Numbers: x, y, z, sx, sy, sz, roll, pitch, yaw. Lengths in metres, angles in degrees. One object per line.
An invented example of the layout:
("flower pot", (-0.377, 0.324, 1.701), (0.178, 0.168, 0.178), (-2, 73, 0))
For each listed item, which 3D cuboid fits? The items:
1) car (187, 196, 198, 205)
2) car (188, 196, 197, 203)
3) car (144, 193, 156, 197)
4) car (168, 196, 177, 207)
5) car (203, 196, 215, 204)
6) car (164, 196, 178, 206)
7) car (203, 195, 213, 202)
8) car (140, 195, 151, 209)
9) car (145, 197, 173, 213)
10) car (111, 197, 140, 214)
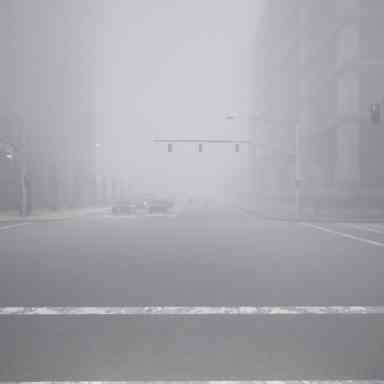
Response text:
("car", (0.121, 1.478, 60.888), (1.882, 1.535, 5.008), (0, 0, 0))
("car", (0.123, 1.564, 69.868), (1.994, 1.385, 4.181), (0, 0, 0))
("car", (-7.070, 1.221, 54.657), (2.150, 2.045, 5.566), (0, 0, 0))
("car", (-3.584, 1.478, 46.703), (1.882, 1.535, 5.008), (0, 0, 0))
("car", (3.521, 1.492, 64.594), (2.128, 1.511, 4.902), (0, 0, 0))
("car", (-3.565, 1.492, 57.066), (2.128, 1.511, 4.902), (0, 0, 0))
("car", (3.524, 1.508, 73.669), (1.812, 1.442, 4.674), (0, 0, 0))
("car", (-7.083, 1.505, 44.293), (1.837, 1.490, 4.892), (0, 0, 0))
("car", (-3.588, 1.547, 37.057), (2.033, 1.411, 5.357), (0, 0, 0))
("car", (-7.089, 1.505, 34.889), (1.837, 1.490, 4.892), (0, 0, 0))
